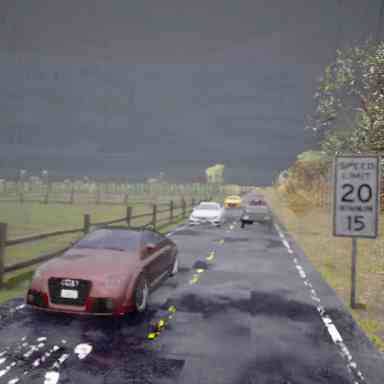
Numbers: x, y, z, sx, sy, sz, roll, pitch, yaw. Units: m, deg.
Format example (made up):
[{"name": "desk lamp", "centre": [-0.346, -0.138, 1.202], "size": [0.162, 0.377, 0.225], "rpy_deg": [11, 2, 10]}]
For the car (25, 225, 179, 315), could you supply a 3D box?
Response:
[{"name": "car", "centre": [-1.617, 1.472, 7.383], "size": [1.994, 1.385, 4.181], "rpy_deg": [1, 0, 11]}]

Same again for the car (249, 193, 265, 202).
[{"name": "car", "centre": [8.854, 1.164, 45.253], "size": [2.097, 1.767, 4.553], "rpy_deg": [1, 0, 11]}]

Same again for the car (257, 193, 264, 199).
[{"name": "car", "centre": [18.880, 1.074, 91.572], "size": [1.812, 1.442, 4.674], "rpy_deg": [1, 1, 11]}]

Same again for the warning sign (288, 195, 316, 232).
[{"name": "warning sign", "centre": [5.828, 1.103, 17.707], "size": [1.300, 1.860, 1.060], "rpy_deg": [1, 0, 11]}]

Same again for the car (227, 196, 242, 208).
[{"name": "car", "centre": [5.178, 1.251, 41.317], "size": [1.882, 1.535, 5.008], "rpy_deg": [1, 0, 11]}]

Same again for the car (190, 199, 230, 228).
[{"name": "car", "centre": [1.109, 1.384, 21.180], "size": [1.812, 1.442, 4.674], "rpy_deg": [1, 1, 11]}]

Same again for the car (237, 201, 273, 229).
[{"name": "car", "centre": [4.152, 1.523, 21.394], "size": [1.895, 1.301, 4.718], "rpy_deg": [1, 0, 11]}]
